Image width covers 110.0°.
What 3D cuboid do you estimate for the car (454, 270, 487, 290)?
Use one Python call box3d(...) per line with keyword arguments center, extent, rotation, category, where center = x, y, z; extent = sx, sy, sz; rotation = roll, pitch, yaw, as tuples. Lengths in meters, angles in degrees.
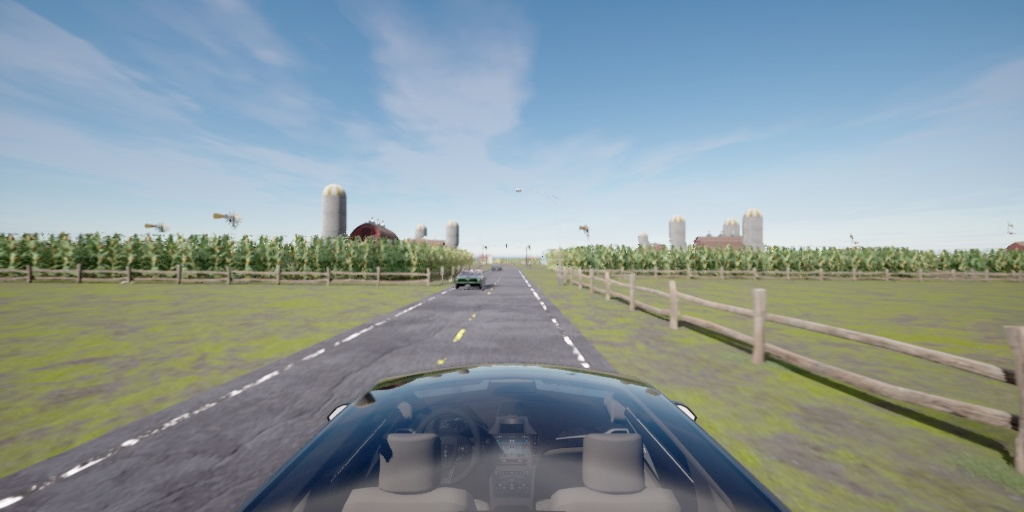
box3d(center=(-2.853, 1.630, 25.247), extent=(1.895, 1.301, 4.718), rotation=(0, -1, 0), category="car")
